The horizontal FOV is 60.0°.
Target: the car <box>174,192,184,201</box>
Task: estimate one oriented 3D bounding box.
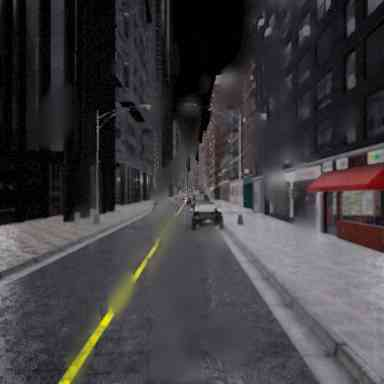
[{"bbox_3d":[-2.972,1.034,76.732,2.150,2.045,5.566,0,0,0],"label":"car"}]

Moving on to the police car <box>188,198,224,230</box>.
[{"bbox_3d":[0.908,1.423,21.271,1.930,1.638,5.238,0,0,0],"label":"police car"}]

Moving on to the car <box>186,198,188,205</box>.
[{"bbox_3d":[0.022,1.507,58.007,1.837,1.490,4.892,0,0,0],"label":"car"}]

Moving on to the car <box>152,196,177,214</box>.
[{"bbox_3d":[-3.080,1.490,35.111,2.128,1.511,4.902,0,0,0],"label":"car"}]

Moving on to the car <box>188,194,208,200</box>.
[{"bbox_3d":[0.915,1.224,37.193,2.150,2.045,5.566,0,0,0],"label":"car"}]

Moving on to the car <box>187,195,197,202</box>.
[{"bbox_3d":[0.027,1.401,73.008,2.128,1.511,4.902,0,0,0],"label":"car"}]
